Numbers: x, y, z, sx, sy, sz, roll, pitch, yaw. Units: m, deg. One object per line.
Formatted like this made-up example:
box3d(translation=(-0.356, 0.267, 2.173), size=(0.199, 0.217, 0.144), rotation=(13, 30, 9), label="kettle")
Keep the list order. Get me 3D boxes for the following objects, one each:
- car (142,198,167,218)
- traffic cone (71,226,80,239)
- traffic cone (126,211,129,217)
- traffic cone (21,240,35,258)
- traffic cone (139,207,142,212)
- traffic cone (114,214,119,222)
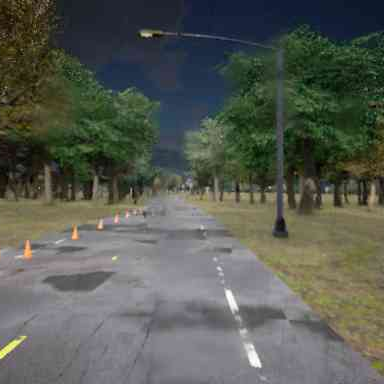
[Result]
box3d(translation=(-3.610, 1.529, 32.731), size=(2.097, 1.767, 4.553), rotation=(0, 0, -1), label="car")
box3d(translation=(-5.907, 2.045, 16.860), size=(0.340, 0.580, 0.340), rotation=(0, 0, -1), label="traffic cone")
box3d(translation=(-6.178, 2.128, 31.824), size=(0.340, 0.580, 0.340), rotation=(0, 0, -1), label="traffic cone")
box3d(translation=(-5.853, 2.019, 11.871), size=(0.340, 0.580, 0.340), rotation=(0, 0, -1), label="traffic cone")
box3d(translation=(-6.450, 2.188, 41.798), size=(0.340, 0.580, 0.340), rotation=(0, 0, -2), label="traffic cone")
box3d(translation=(-6.070, 2.099, 26.836), size=(0.340, 0.580, 0.340), rotation=(0, 0, -1), label="traffic cone")
